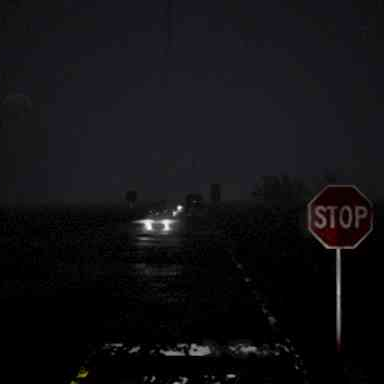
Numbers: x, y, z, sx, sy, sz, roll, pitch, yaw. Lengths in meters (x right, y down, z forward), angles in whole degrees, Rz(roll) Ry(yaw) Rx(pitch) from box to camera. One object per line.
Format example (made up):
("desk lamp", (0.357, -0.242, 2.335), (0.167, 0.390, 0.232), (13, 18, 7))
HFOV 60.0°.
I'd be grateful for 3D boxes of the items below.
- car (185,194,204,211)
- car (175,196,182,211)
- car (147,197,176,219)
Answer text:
("car", (0.302, 1.223, 40.982), (2.150, 2.045, 5.566), (0, 0, 0))
("car", (-2.648, 1.549, 40.640), (2.033, 1.411, 5.357), (0, 0, 0))
("car", (-2.742, 1.504, 29.515), (1.837, 1.490, 4.892), (0, 0, 2))
